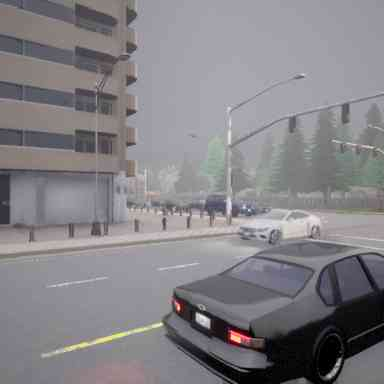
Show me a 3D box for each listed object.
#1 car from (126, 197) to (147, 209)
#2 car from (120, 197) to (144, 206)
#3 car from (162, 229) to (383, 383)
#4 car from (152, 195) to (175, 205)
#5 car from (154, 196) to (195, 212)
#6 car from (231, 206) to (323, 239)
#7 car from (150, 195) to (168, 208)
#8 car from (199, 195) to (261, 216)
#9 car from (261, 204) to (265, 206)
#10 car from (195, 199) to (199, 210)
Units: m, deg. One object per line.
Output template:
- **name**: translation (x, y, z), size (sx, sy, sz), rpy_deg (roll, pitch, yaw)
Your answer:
- **car**: translation (-8.218, 1.560, 47.820), size (1.837, 1.490, 4.892), rpy_deg (0, 0, -36)
- **car**: translation (-10.372, 1.603, 56.868), size (2.033, 1.411, 5.357), rpy_deg (0, 0, -35)
- **car**: translation (2.180, 1.547, 5.334), size (5.357, 1.411, 2.033), rpy_deg (0, 0, -35)
- **car**: translation (-5.380, 1.407, 62.176), size (2.097, 1.767, 4.553), rpy_deg (0, 0, -36)
- **car**: translation (-2.140, 1.560, 39.366), size (1.837, 1.490, 4.892), rpy_deg (0, 0, -36)
- **car**: translation (4.243, 1.525, 15.587), size (4.674, 1.442, 1.812), rpy_deg (0, 0, -36)
- **car**: translation (-4.197, 1.407, 48.225), size (2.097, 1.767, 4.553), rpy_deg (0, 0, -36)
- **car**: translation (3.453, 1.277, 31.597), size (2.150, 2.045, 5.566), rpy_deg (0, 0, -36)
- **car**: translation (6.075, 1.619, 33.947), size (1.994, 1.385, 4.181), rpy_deg (0, 0, -36)
- **car**: translation (1.044, 1.581, 40.950), size (1.812, 1.442, 4.674), rpy_deg (0, 0, -36)
